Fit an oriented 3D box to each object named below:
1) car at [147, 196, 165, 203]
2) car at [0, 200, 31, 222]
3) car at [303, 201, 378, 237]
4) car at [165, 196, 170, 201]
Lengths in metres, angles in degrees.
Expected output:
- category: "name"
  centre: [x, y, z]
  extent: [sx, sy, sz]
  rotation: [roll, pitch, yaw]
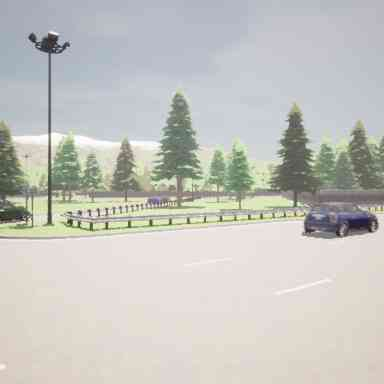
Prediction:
- category: "car"
  centre: [-6.648, 1.478, 59.425]
  extent: [1.882, 1.535, 5.008]
  rotation: [0, 0, 5]
- category: "car"
  centre: [-13.929, 1.352, 24.033]
  extent: [2.097, 1.767, 4.553]
  rotation: [0, 0, 20]
- category: "car"
  centre: [8.163, 1.353, 18.146]
  extent: [4.553, 1.767, 2.097]
  rotation: [0, 0, -35]
- category: "car"
  centre: [-5.672, 1.526, 69.464]
  extent: [1.812, 1.442, 4.674]
  rotation: [0, 0, 5]
